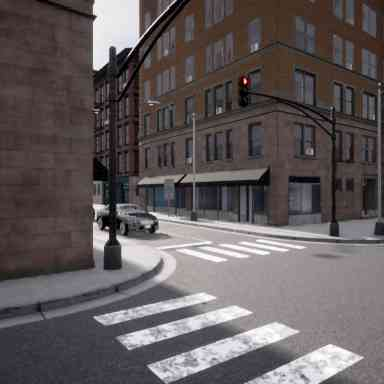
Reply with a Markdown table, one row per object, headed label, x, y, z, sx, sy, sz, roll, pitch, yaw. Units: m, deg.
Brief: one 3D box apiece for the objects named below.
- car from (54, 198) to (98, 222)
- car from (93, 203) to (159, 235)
| label | x | y | z | sx | sy | sz | roll | pitch | yaw |
| --- | --- | --- | --- | --- | --- | --- | --- | --- | --- |
| car | -9.110 | 1.323 | 25.863 | 1.882 | 1.535 | 5.008 | 0 | 0 | -36 |
| car | -3.624 | 1.395 | 18.153 | 2.128 | 1.511 | 4.902 | 0 | 0 | -37 |
